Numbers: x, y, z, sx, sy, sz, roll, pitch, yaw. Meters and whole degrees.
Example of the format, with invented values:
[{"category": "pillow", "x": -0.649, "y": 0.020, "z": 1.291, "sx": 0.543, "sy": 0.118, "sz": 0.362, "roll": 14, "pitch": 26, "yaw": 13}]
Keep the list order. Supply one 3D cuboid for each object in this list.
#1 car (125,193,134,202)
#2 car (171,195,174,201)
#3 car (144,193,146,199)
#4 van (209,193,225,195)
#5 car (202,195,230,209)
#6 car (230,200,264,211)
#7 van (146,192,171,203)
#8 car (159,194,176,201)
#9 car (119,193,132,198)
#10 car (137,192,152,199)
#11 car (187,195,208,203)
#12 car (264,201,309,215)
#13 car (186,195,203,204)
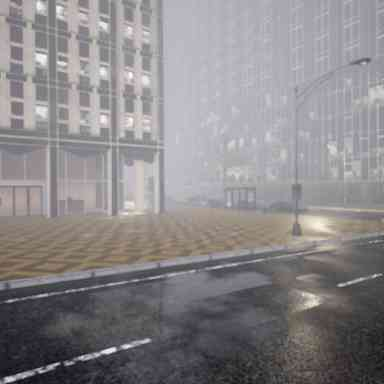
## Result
[{"category": "car", "x": -12.276, "y": 1.233, "z": 67.614, "sx": 2.008, "sy": 1.369, "sz": 4.403, "roll": 0, "pitch": 1, "yaw": -34}, {"category": "car", "x": -6.046, "y": 1.157, "z": 68.747, "sx": 1.837, "sy": 1.490, "sz": 4.892, "roll": -1, "pitch": 1, "yaw": -34}, {"category": "car", "x": -8.569, "y": 0.865, "z": 77.035, "sx": 2.192, "sy": 1.841, "sz": 5.009, "roll": 0, "pitch": 1, "yaw": -34}, {"category": "van", "x": 4.271, "y": 1.101, "z": 58.274, "sx": 1.690, "sy": 1.788, "sz": 3.998, "roll": 0, "pitch": 1, "yaw": -34}, {"category": "car", "x": 3.730, "y": 1.508, "z": 44.135, "sx": 1.947, "sy": 1.339, "sz": 4.313, "roll": 0, "pitch": 1, "yaw": -34}, {"category": "car", "x": 6.891, "y": 1.576, "z": 39.412, "sx": 1.802, "sy": 1.307, "sz": 4.206, "roll": 0, "pitch": 1, "yaw": -34}, {"category": "van", "x": -5.854, "y": 1.129, "z": 58.232, "sx": 1.690, "sy": 1.788, "sz": 3.998, "roll": 0, "pitch": 1, "yaw": -34}, {"category": "car", "x": -5.360, "y": 1.185, "z": 72.347, "sx": 1.802, "sy": 1.307, "sz": 4.206, "roll": 0, "pitch": 1, "yaw": -34}, {"category": "car", "x": -18.201, "y": 0.941, "z": 91.107, "sx": 2.008, "sy": 1.369, "sz": 4.403, "roll": 0, "pitch": 1, "yaw": -34}, {"category": "car", "x": -11.780, "y": 0.937, "z": 81.726, "sx": 1.967, "sy": 1.590, "sz": 4.097, "roll": 0, "pitch": 1, "yaw": -34}, {"category": "car", "x": 1.060, "y": 1.290, "z": 62.966, "sx": 1.802, "sy": 1.307, "sz": 4.206, "roll": 0, "pitch": 1, "yaw": -34}, {"category": "car", "x": 10.088, "y": 1.610, "z": 34.710, "sx": 1.947, "sy": 1.339, "sz": 4.313, "roll": 0, "pitch": 1, "yaw": -34}, {"category": "car", "x": 0.845, "y": 1.257, "z": 58.682, "sx": 2.128, "sy": 1.511, "sz": 4.902, "roll": -1, "pitch": 1, "yaw": -34}]
